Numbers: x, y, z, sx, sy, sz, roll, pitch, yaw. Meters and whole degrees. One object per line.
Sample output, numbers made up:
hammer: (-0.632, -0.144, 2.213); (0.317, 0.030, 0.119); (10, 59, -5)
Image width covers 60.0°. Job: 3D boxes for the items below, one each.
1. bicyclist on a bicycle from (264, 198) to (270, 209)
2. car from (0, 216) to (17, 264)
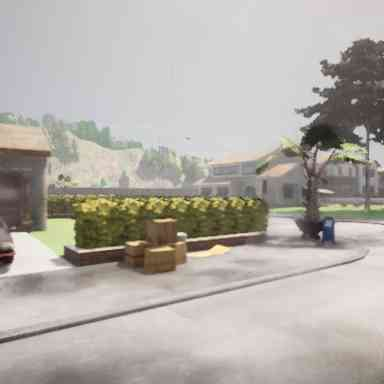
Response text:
bicyclist on a bicycle: (7.619, 1.398, 34.835); (1.656, 1.620, 0.582); (0, 0, -35)
car: (-6.803, 1.356, 10.543); (2.033, 1.415, 5.357); (0, 0, -33)
